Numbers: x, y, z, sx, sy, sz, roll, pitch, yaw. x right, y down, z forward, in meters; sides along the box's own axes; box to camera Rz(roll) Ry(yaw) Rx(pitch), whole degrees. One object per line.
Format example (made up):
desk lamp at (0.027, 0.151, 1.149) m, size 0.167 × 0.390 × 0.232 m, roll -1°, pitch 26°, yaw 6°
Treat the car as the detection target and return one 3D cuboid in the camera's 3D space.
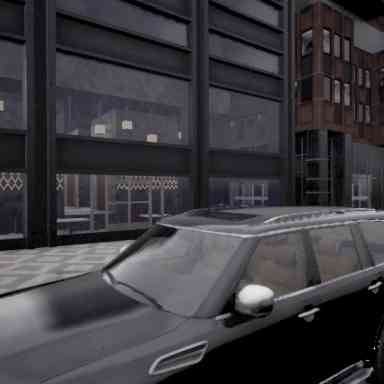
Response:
car at (0.476, 1.221, 3.713) m, size 5.566 × 2.045 × 2.150 m, roll 0°, pitch 0°, yaw -35°
